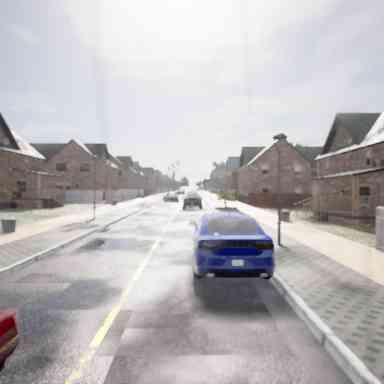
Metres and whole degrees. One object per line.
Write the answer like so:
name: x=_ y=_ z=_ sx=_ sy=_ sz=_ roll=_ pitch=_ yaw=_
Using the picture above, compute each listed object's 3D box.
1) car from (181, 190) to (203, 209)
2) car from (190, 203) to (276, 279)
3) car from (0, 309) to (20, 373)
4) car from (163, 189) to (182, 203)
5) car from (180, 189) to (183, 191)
car: x=0.054 y=0.861 z=33.439 sx=1.837 sy=1.490 sz=4.892 roll=0 pitch=1 yaw=0
car: x=0.963 y=1.290 z=9.458 sx=1.882 sy=1.535 sz=5.008 roll=0 pitch=1 yaw=0
car: x=-2.850 y=1.569 z=1.483 sx=1.895 sy=1.301 sz=4.718 roll=0 pitch=1 yaw=0
car: x=-2.835 y=0.705 z=45.309 sx=1.994 sy=1.385 sz=4.181 roll=0 pitch=1 yaw=0
car: x=-2.744 y=-0.037 z=84.416 sx=2.128 sy=1.511 sz=4.902 roll=0 pitch=1 yaw=0
